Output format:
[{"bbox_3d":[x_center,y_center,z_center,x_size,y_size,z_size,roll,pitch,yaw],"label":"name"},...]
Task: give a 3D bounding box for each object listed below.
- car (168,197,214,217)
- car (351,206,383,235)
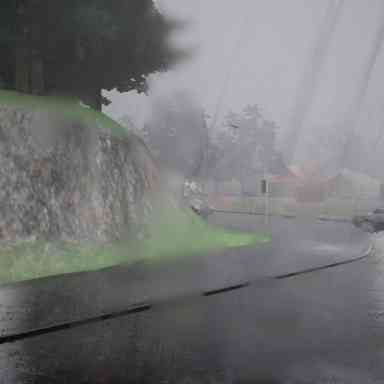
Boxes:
[{"bbox_3d":[0.092,1.351,31.304,2.097,1.767,4.553,0,0,-35],"label":"car"},{"bbox_3d":[10.904,1.493,17.160,2.128,1.511,4.902,0,0,-45],"label":"car"}]
